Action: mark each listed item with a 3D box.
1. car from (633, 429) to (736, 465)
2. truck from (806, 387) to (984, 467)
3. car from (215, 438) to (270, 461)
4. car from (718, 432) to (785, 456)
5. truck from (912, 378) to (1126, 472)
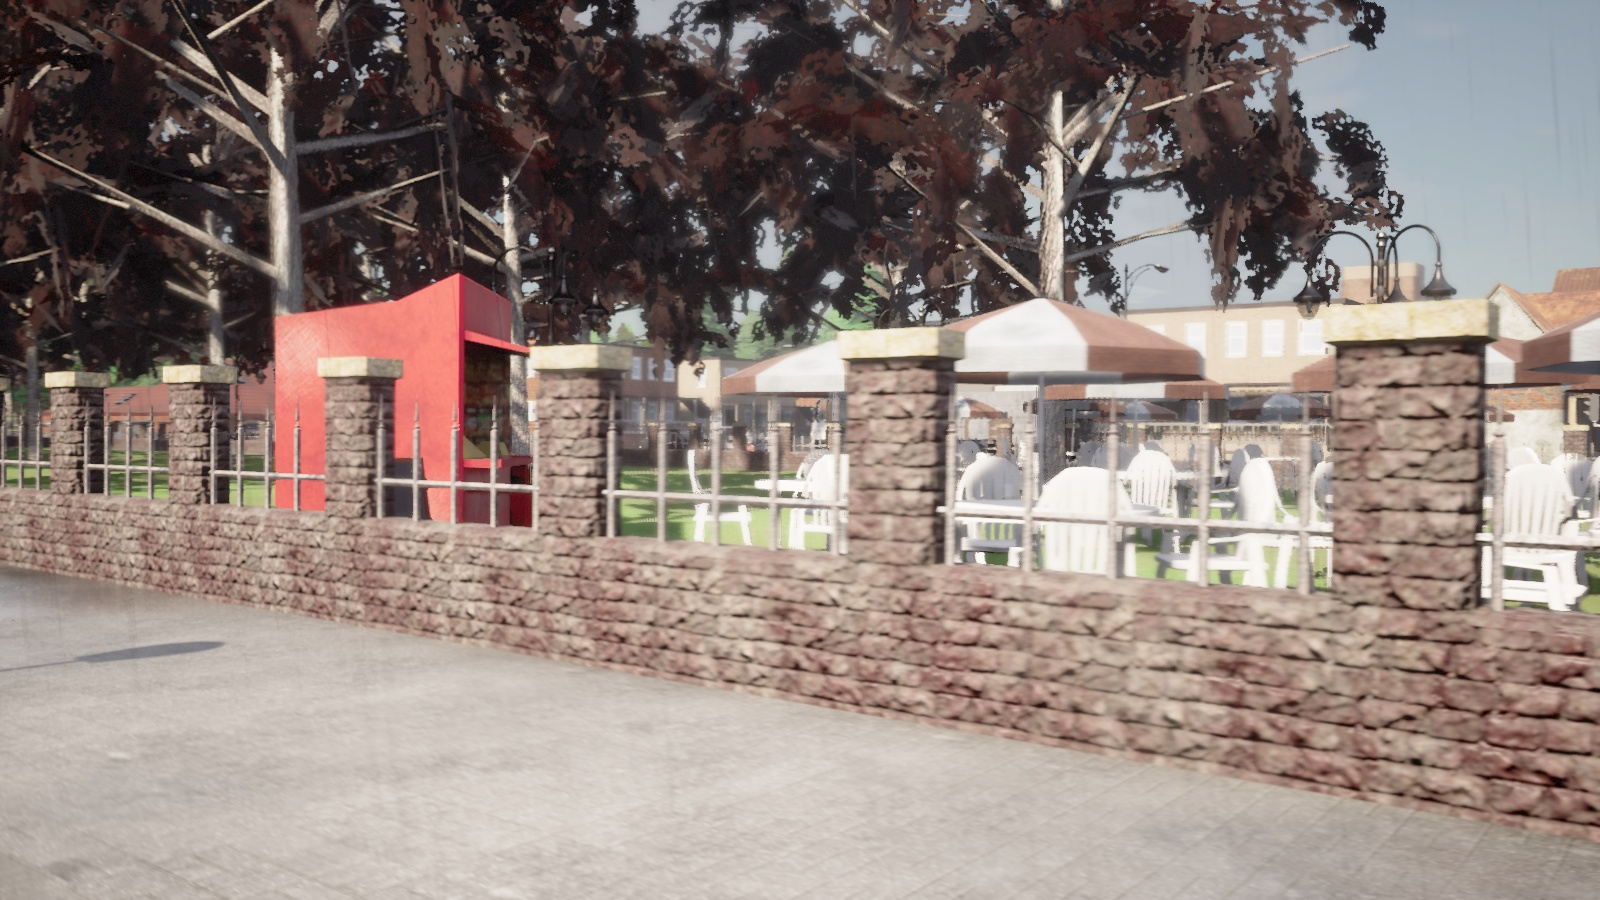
[{"bbox_3d":[-5.600,-0.155,60.712,4.611,1.667,2.242,0,1,38],"label":"car"},{"bbox_3d":[4.295,-1.034,58.162,7.936,3.462,2.891,0,1,38],"label":"truck"},{"bbox_3d":[-37.986,-0.059,85.604,3.705,1.549,1.789,0,1,36],"label":"car"},{"bbox_3d":[-3.348,-0.439,88.061,2.033,1.649,4.856,0,1,38],"label":"car"},{"bbox_3d":[8.584,-0.964,49.816,7.936,3.462,2.891,0,1,37],"label":"truck"}]
